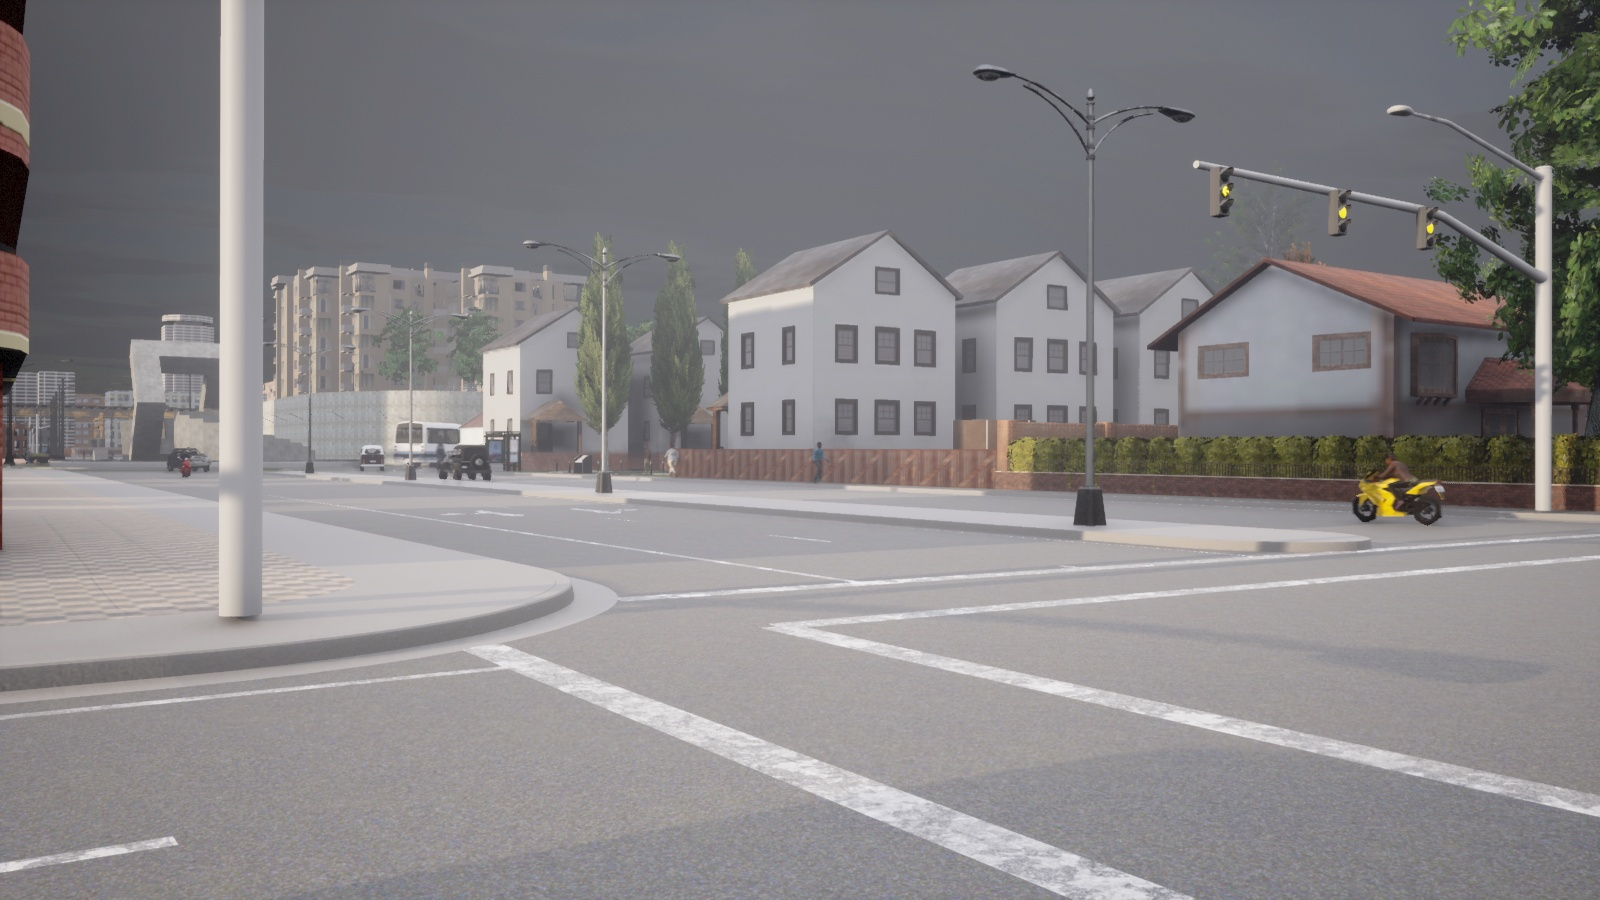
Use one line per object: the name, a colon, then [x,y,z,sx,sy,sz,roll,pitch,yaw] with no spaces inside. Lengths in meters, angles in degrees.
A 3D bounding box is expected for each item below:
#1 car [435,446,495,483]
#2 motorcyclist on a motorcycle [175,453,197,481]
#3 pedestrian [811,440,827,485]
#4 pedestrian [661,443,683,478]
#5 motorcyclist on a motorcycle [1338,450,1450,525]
car: [-17.679,0.740,66.199,1.905,1.878,3.866,0,0,-33]
motorcyclist on a motorcycle: [-34.953,0.947,71.449,0.866,1.590,1.817,0,0,-34]
pedestrian: [0.821,0.531,54.451,0.396,1.930,0.692,0,0,-34]
pedestrian: [-6.877,0.580,67.488,0.874,1.855,0.900,0,0,-31]
motorcyclist on a motorcycle: [12.604,0.766,26.716,0.797,1.523,2.044,0,0,-33]
